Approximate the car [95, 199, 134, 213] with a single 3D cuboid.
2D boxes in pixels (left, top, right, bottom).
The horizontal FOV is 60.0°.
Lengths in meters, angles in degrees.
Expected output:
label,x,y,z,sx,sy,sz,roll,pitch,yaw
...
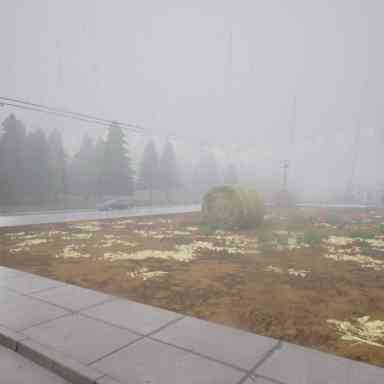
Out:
label,x,y,z,sx,sy,sz,roll,pitch,yaw
car,-8.864,1.540,38.408,1.837,1.490,4.892,0,0,37
